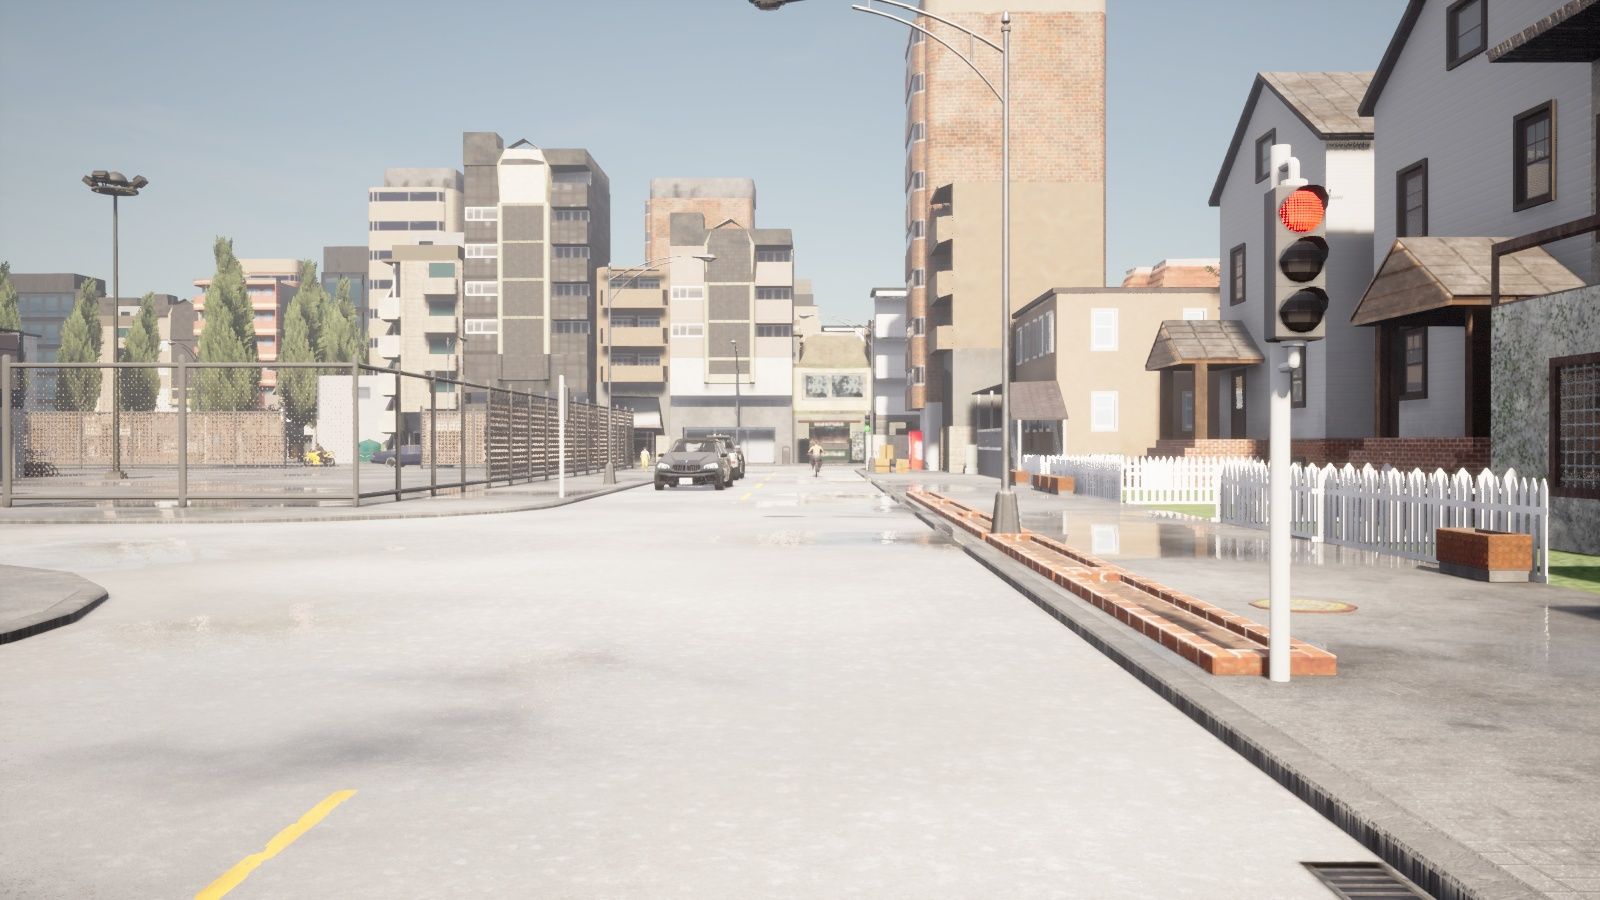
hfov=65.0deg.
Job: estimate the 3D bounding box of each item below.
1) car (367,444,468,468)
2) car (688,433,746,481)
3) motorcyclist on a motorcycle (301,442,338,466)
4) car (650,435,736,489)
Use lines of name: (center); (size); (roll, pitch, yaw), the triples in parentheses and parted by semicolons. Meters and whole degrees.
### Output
car: (-22.766, 0.353, 74.878); (5.357, 1.411, 2.033); (0, 0, 1)
car: (-3.313, 0.273, 50.980); (1.932, 1.855, 4.605); (0, 0, 2)
motorcyclist on a motorcycle: (-30.227, 0.258, 78.965); (2.044, 1.523, 0.797); (0, 0, 1)
car: (-3.419, 0.357, 41.005); (2.242, 1.667, 4.611); (0, 0, 2)
